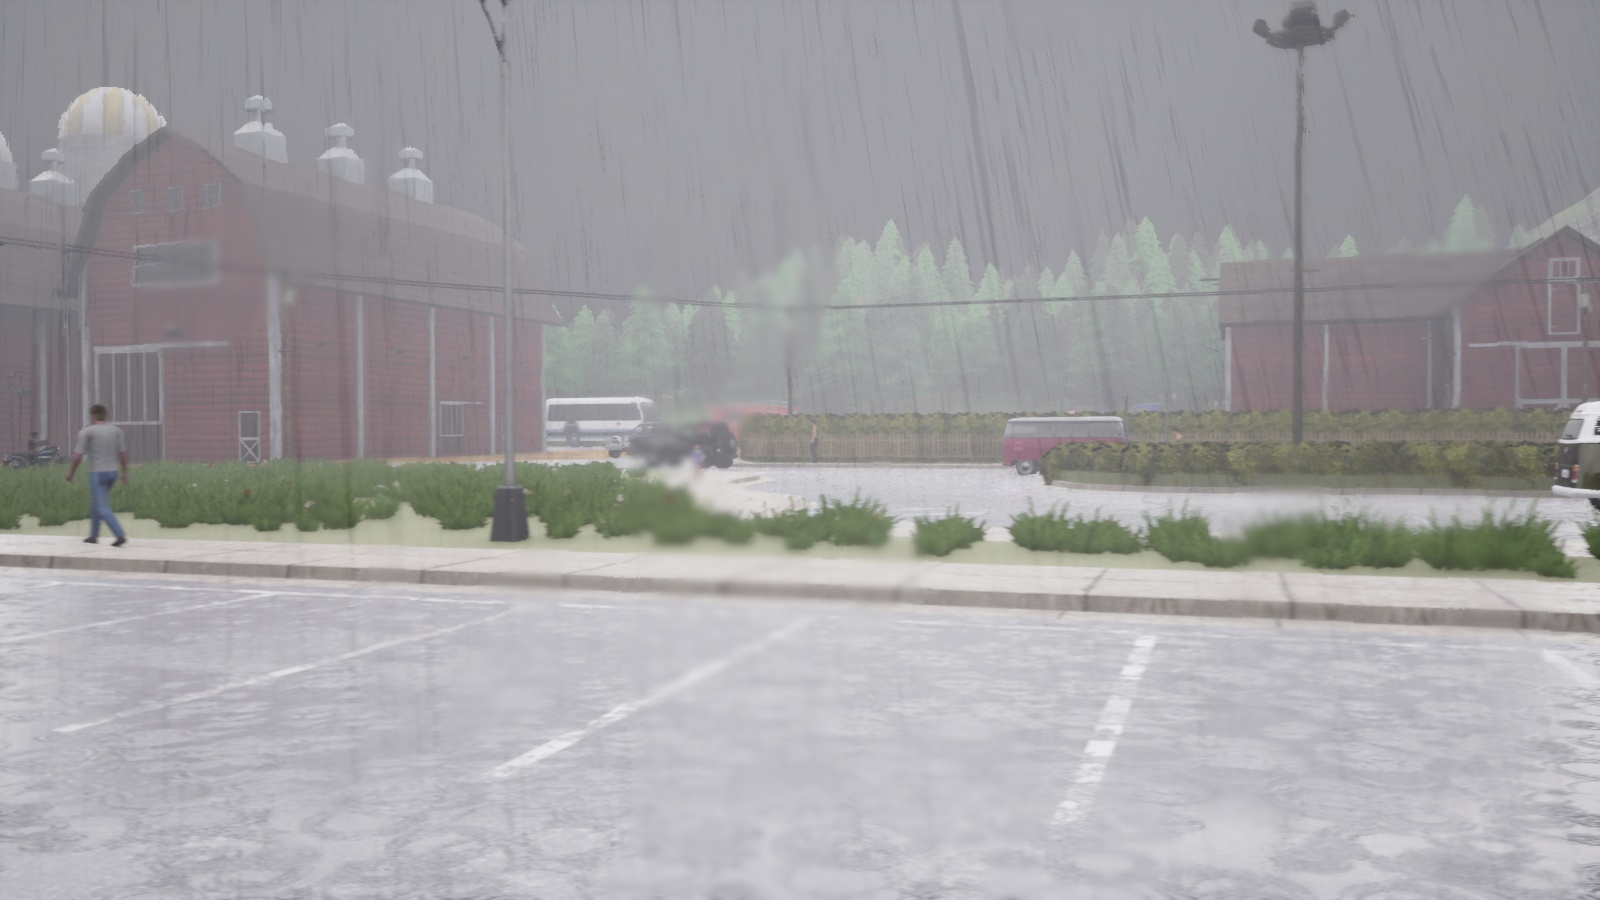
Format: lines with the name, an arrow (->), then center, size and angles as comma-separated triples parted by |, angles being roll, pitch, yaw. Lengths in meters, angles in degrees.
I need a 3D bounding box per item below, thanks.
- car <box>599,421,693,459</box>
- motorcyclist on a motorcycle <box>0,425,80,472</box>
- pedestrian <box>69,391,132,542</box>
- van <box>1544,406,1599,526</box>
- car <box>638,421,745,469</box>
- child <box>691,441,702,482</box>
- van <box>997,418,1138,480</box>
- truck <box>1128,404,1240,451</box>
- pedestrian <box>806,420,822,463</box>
car -> -7.916, -0.544, 64.811 | 1.932, 1.855, 4.605 | 1, 2, 44
motorcyclist on a motorcycle -> -27.164, -0.065, 44.906 | 0.766, 1.649, 2.350 | 1, 1, 43
pedestrian -> -8.713, 0.199, 15.638 | 0.706, 1.836, 0.354 | 1, 1, 29
van -> 15.613, 0.265, 21.624 | 4.480, 2.038, 2.069 | 0, 1, 19
car -> -4.393, -0.210, 50.888 | 3.866, 1.878, 1.905 | 1, 1, 25
child -> -2.796, 0.306, 34.044 | 0.255, 1.110, 0.394 | 0, 1, -11
van -> 9.024, -0.064, 42.282 | 4.442, 1.987, 1.775 | 1, 1, 19
truck -> 28.952, -1.704, 94.763 | 7.936, 3.462, 2.891 | 1, 1, 20
pedestrian -> 0.587, -0.365, 53.039 | 0.594, 1.836, 0.345 | 1, 1, 20
